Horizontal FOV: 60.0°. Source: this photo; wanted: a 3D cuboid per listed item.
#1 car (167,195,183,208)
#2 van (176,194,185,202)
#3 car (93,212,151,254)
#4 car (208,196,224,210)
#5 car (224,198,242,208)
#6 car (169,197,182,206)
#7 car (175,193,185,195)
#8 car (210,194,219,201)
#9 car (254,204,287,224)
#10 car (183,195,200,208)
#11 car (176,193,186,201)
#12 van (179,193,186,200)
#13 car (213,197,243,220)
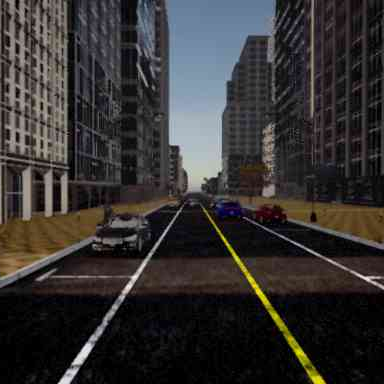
[{"bbox_3d":[-2.630,1.499,47.076,1.752,1.417,4.829,0,0,0],"label":"car"},{"bbox_3d":[-2.589,1.292,75.452,1.690,1.788,3.998,0,0,0],"label":"van"},{"bbox_3d":[-2.681,1.542,13.397,2.008,1.369,4.403,0,0,0],"label":"car"},{"bbox_3d":[3.071,1.534,41.722,2.033,1.411,5.357,0,0,0],"label":"car"},{"bbox_3d":[5.751,1.537,47.251,2.008,1.369,4.403,0,0,0],"label":"car"},{"bbox_3d":[-2.621,1.551,52.887,1.802,1.307,4.206,0,0,0],"label":"car"},{"bbox_3d":[-2.606,1.275,64.169,2.192,1.841,5.009,0,0,0],"label":"car"},{"bbox_3d":[5.810,1.394,86.750,1.967,1.590,4.097,0,0,0],"label":"car"},{"bbox_3d":[5.716,1.544,24.681,1.887,1.381,4.507,0,0,0],"label":"car"},{"bbox_3d":[0.069,1.469,47.789,2.128,1.511,4.902,0,0,0],"label":"car"},{"bbox_3d":[-2.580,1.261,81.093,2.192,1.841,5.009,0,0,0],"label":"car"},{"bbox_3d":[-2.562,1.276,92.377,1.690,1.788,3.998,0,0,0],"label":"van"},{"bbox_3d":[3.107,1.471,28.120,1.882,1.535,5.008,0,0,1],"label":"car"}]
